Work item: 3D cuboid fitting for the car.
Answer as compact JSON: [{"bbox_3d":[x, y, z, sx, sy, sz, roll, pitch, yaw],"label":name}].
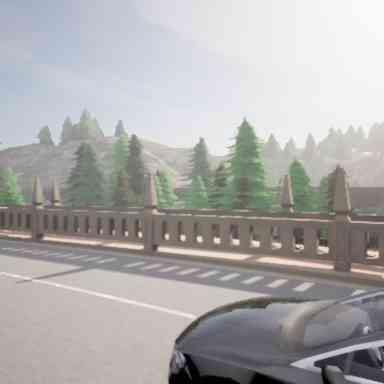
[{"bbox_3d":[2.003,1.479,2.387,4.902,1.511,2.128,0,0,35],"label":"car"}]
